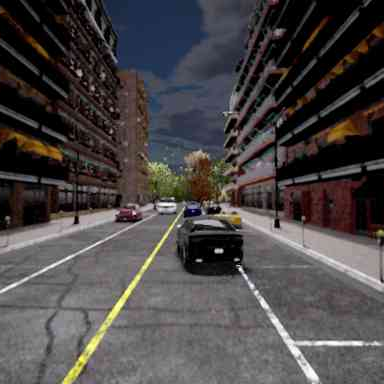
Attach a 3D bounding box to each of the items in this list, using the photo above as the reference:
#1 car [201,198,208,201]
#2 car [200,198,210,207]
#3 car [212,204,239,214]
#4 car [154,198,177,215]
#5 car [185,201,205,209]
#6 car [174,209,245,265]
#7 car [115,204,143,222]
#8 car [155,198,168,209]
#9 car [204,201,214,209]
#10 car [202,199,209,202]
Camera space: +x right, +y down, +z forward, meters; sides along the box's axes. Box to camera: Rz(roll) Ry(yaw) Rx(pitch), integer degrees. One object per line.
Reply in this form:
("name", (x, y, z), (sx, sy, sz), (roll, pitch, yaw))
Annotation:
("car", (2.849, 2.389, 63.719), (2.008, 1.369, 4.403), (1, -1, 0))
("car", (2.854, 2.301, 74.856), (2.192, 1.841, 5.009), (1, -1, 0))
("car", (2.714, 1.852, 24.916), (1.752, 1.417, 4.829), (1, -1, 0))
("car", (-3.070, 1.770, 41.939), (2.150, 2.045, 5.566), (0, -1, 0))
("car", (0.105, 2.054, 37.413), (1.994, 1.385, 4.181), (0, -1, 0))
("car", (0.521, 1.640, 12.389), (1.882, 1.535, 5.008), (0, -1, -7))
("car", (-5.692, 1.838, 30.349), (1.967, 1.590, 4.097), (1, -1, 0))
("car", (-5.795, 2.153, 63.756), (2.192, 1.841, 5.009), (1, -1, 0))
("car", (2.779, 2.118, 42.090), (1.947, 1.339, 4.313), (1, -1, 0))
("car", (2.847, 2.218, 52.754), (1.752, 1.417, 4.829), (1, -1, 0))
